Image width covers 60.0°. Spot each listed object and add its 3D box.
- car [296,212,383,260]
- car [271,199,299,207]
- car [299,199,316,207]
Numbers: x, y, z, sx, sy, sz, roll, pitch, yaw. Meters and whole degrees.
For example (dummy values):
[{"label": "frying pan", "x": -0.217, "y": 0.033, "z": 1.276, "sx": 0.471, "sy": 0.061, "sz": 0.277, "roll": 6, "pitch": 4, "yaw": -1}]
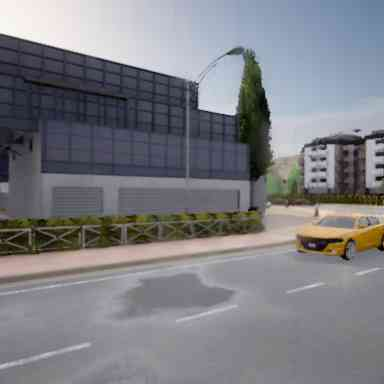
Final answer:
[{"label": "car", "x": 5.991, "y": 1.560, "z": 12.976, "sx": 5.008, "sy": 1.535, "sz": 1.882, "roll": 1, "pitch": 0, "yaw": -41}, {"label": "car", "x": 16.360, "y": 1.919, "z": 59.623, "sx": 1.895, "sy": 1.301, "sz": 4.718, "roll": 0, "pitch": 0, "yaw": -25}, {"label": "car", "x": 20.135, "y": 1.941, "z": 59.714, "sx": 1.895, "sy": 1.301, "sz": 4.718, "roll": 0, "pitch": 0, "yaw": -23}]
